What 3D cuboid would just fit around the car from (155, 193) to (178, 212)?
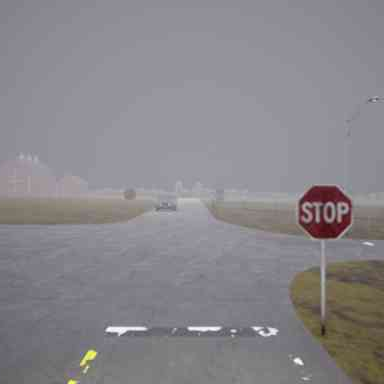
[{"bbox_3d":[-2.758,1.130,36.709,2.150,2.045,5.566,0,2,0],"label":"car"}]
